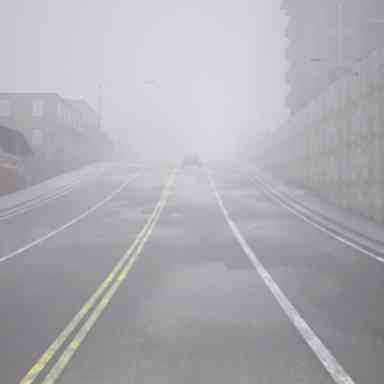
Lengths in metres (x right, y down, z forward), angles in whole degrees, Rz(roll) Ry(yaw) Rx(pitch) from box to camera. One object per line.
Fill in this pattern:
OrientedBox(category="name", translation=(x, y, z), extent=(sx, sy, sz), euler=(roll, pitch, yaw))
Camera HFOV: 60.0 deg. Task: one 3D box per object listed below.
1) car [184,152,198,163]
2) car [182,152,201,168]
OrientedBox(category="car", translation=(-0.109, -4.986, 48.692), extent=(1.994, 1.385, 4.181), euler=(0, 3, 0))
OrientedBox(category="car", translation=(-0.088, -3.801, 38.162), extent=(2.097, 1.767, 4.553), euler=(0, 11, 0))
